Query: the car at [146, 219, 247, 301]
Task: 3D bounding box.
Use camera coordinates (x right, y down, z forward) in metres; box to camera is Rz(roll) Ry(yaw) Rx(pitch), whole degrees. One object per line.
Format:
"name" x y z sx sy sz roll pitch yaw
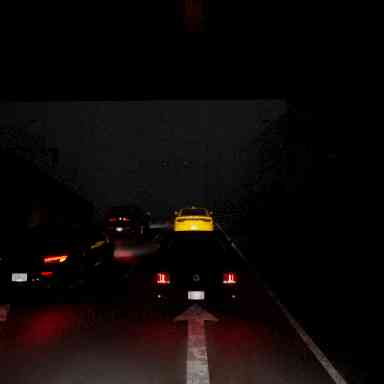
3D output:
"car" 0.086 1.601 8.300 1.895 1.301 4.718 0 0 0

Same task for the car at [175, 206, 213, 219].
"car" 0.088 1.478 17.644 1.882 1.535 5.008 0 0 0

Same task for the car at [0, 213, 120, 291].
"car" -3.418 1.526 8.893 1.812 1.442 4.674 0 0 0

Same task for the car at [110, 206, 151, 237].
"car" -3.413 1.505 18.051 1.837 1.490 4.892 0 0 0
